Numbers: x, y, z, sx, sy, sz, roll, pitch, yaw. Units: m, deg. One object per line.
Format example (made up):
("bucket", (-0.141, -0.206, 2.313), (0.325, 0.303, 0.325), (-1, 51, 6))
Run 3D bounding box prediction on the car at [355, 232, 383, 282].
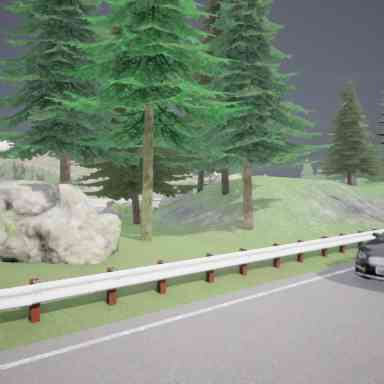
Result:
("car", (6.196, 1.494, 8.837), (4.902, 1.511, 2.128), (0, 0, -37))
